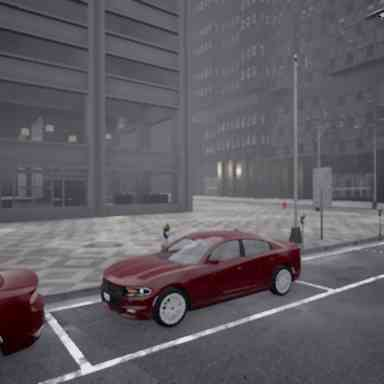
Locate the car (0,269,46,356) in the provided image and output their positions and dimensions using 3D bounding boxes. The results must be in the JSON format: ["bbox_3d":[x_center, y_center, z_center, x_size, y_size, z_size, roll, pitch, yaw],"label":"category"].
[{"bbox_3d":[-4.111,1.556,3.734,4.507,1.381,1.887,-1,1,-35],"label":"car"}]

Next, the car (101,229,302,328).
[{"bbox_3d":[0.391,1.508,6.936,4.507,1.381,1.887,-1,1,-35],"label":"car"}]
